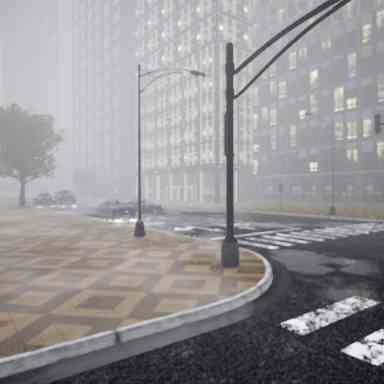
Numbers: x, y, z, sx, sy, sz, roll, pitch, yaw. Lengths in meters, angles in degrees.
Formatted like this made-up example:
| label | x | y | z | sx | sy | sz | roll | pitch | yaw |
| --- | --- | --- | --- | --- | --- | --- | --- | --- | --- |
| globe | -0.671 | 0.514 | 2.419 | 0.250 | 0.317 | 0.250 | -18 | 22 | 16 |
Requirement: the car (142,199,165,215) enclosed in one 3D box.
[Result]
| label | x | y | z | sx | sy | sz | roll | pitch | yaw |
| --- | --- | --- | --- | --- | --- | --- | --- | --- | --- |
| car | -4.361 | 1.277 | 29.466 | 1.895 | 1.301 | 4.718 | 0 | 1 | -37 |

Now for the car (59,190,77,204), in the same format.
| label | x | y | z | sx | sy | sz | roll | pitch | yaw |
| --- | --- | --- | --- | --- | --- | --- | --- | --- | --- |
| car | -18.811 | 0.697 | 48.976 | 2.150 | 2.045 | 5.566 | 0 | 0 | -36 |

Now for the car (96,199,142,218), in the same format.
| label | x | y | z | sx | sy | sz | roll | pitch | yaw |
| --- | --- | --- | --- | --- | --- | --- | --- | --- | --- |
| car | -6.012 | 1.267 | 26.248 | 1.994 | 1.385 | 4.181 | 0 | 1 | -37 |

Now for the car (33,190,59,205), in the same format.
| label | x | y | z | sx | sy | sz | roll | pitch | yaw |
| --- | --- | --- | --- | --- | --- | --- | --- | --- | --- |
| car | -20.095 | 0.856 | 45.223 | 2.097 | 1.767 | 4.553 | 0 | 1 | -36 |
